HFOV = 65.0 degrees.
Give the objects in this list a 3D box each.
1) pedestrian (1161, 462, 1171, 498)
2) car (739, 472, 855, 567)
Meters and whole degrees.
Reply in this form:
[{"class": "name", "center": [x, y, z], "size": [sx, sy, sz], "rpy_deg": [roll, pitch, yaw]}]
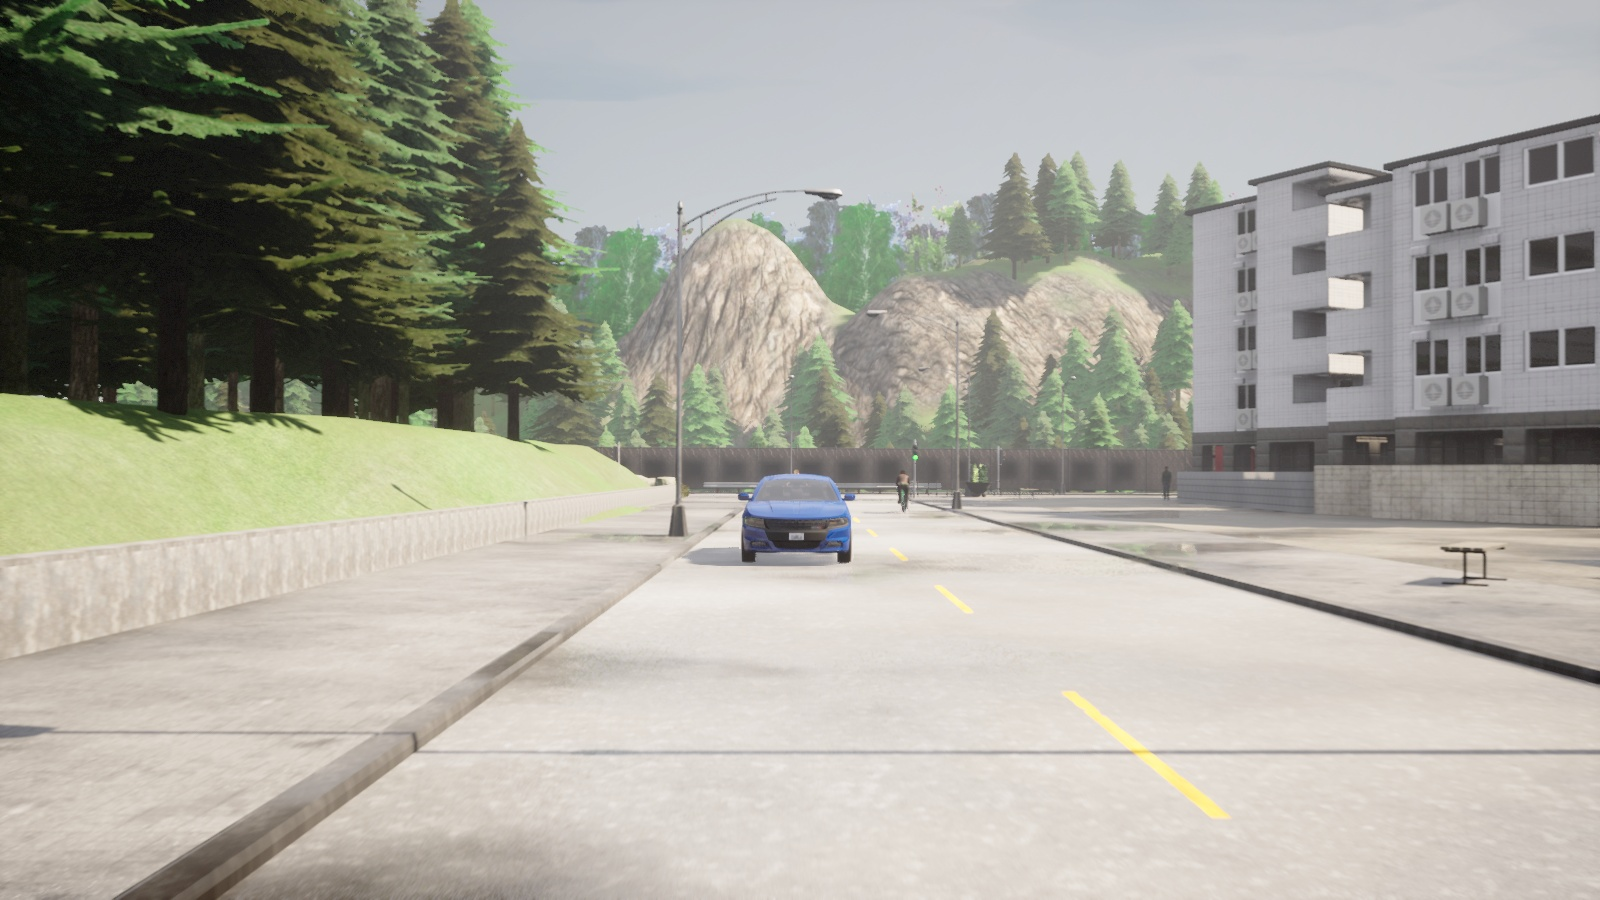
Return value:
[{"class": "pedestrian", "center": [19.030, 1.542, 65.305], "size": [0.353, 1.847, 0.614], "rpy_deg": [-1, -1, 27]}, {"class": "car", "center": [-0.053, 1.176, 22.914], "size": [1.882, 1.535, 5.008], "rpy_deg": [0, -1, 0]}]
